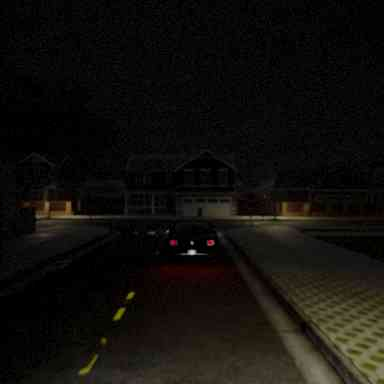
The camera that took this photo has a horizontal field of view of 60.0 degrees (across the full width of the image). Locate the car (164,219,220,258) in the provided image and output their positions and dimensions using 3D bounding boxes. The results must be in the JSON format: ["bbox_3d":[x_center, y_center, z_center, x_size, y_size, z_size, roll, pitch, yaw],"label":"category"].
[{"bbox_3d":[0.020,1.730,13.222,1.895,1.301,4.718,0,-1,0],"label":"car"}]
